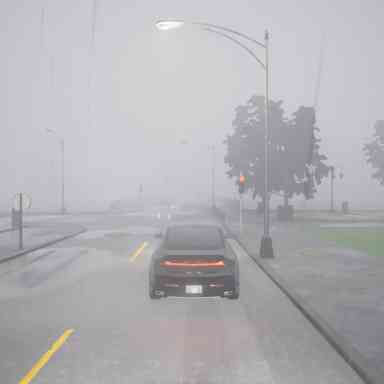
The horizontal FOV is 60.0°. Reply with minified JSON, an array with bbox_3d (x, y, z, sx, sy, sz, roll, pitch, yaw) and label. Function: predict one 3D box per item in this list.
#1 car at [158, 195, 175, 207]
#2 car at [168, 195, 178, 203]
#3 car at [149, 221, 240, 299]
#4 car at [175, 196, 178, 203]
[{"bbox_3d":[-4.120,1.505,50.844,1.837,1.490,4.892,0,0,0],"label":"car"},{"bbox_3d":[-4.035,1.500,70.451,1.837,1.490,4.892,0,0,0],"label":"car"},{"bbox_3d":[0.056,1.505,8.411,1.837,1.490,4.892,0,0,0],"label":"car"},{"bbox_3d":[-4.100,1.601,60.237,1.895,1.301,4.718,0,0,0],"label":"car"}]
